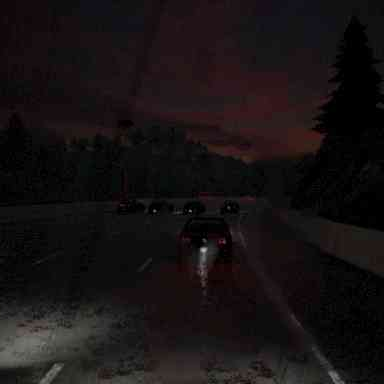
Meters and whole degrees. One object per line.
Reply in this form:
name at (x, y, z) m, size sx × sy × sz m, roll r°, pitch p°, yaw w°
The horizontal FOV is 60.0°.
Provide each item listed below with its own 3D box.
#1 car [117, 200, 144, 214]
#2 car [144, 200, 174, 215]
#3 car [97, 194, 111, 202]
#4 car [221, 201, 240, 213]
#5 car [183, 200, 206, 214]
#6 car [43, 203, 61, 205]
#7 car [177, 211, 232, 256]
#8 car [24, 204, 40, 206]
car at (-6.686, 1.623, 37.131) m, size 2.128 × 1.511 × 4.902 m, roll 0°, pitch 0°, yaw 11°
car at (-3.316, 1.656, 36.176) m, size 1.837 × 1.490 × 4.892 m, roll 0°, pitch 0°, yaw 11°
car at (-13.775, 1.383, 53.716) m, size 2.150 × 2.045 × 5.566 m, roll 0°, pitch 0°, yaw 16°
car at (4.621, 1.784, 39.814) m, size 1.994 × 1.385 × 4.181 m, roll 0°, pitch 0°, yaw 12°
car at (0.313, 1.681, 36.408) m, size 1.837 × 1.490 × 4.892 m, roll 0°, pitch 0°, yaw 11°
car at (-21.105, 1.588, 53.331) m, size 1.882 × 1.535 × 5.008 m, roll 0°, pitch 0°, yaw 15°
car at (0.588, 1.669, 13.392) m, size 1.895 × 1.301 × 4.718 m, roll 0°, pitch 0°, yaw 4°
car at (-24.745, 1.579, 53.261) m, size 2.128 × 1.511 × 4.902 m, roll 0°, pitch 0°, yaw 15°
